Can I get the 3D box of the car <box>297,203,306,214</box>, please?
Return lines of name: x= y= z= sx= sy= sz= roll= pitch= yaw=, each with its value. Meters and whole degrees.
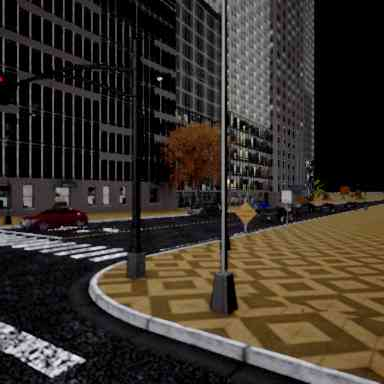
car: x=13.763 y=2.404 z=46.462 sx=2.033 sy=1.411 sz=5.357 roll=0 pitch=-1 yaw=33

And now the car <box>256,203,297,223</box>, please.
car: x=8.133 y=2.087 z=31.648 sx=1.837 sy=1.490 sz=4.892 roll=0 pitch=-1 yaw=33

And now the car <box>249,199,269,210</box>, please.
car: x=10.897 y=2.211 z=54.098 sx=2.150 sy=2.045 sz=5.566 roll=0 pitch=-1 yaw=33

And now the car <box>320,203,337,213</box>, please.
car: x=21.426 y=2.525 z=52.269 sx=1.837 sy=1.490 sz=4.892 roll=0 pitch=-1 yaw=33

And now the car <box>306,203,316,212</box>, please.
car: x=19.084 y=2.536 z=54.796 sx=1.837 sy=1.490 sz=4.892 roll=0 pitch=-1 yaw=33

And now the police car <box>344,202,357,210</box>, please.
police car: x=31.462 y=2.740 z=65.884 sx=1.930 sy=1.638 sz=5.238 roll=0 pitch=-1 yaw=33

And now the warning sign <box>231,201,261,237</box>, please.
warning sign: x=3.023 y=1.455 z=18.631 sx=1.300 sy=1.860 sz=1.060 roll=1 pitch=1 yaw=33

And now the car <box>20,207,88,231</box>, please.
car: x=-9.333 y=1.798 z=22.939 sx=1.812 sy=1.442 sz=4.674 roll=0 pitch=-1 yaw=33

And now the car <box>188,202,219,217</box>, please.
car: x=1.396 y=1.979 z=39.551 sx=2.097 sy=1.767 sz=4.553 roll=0 pitch=-1 yaw=33
